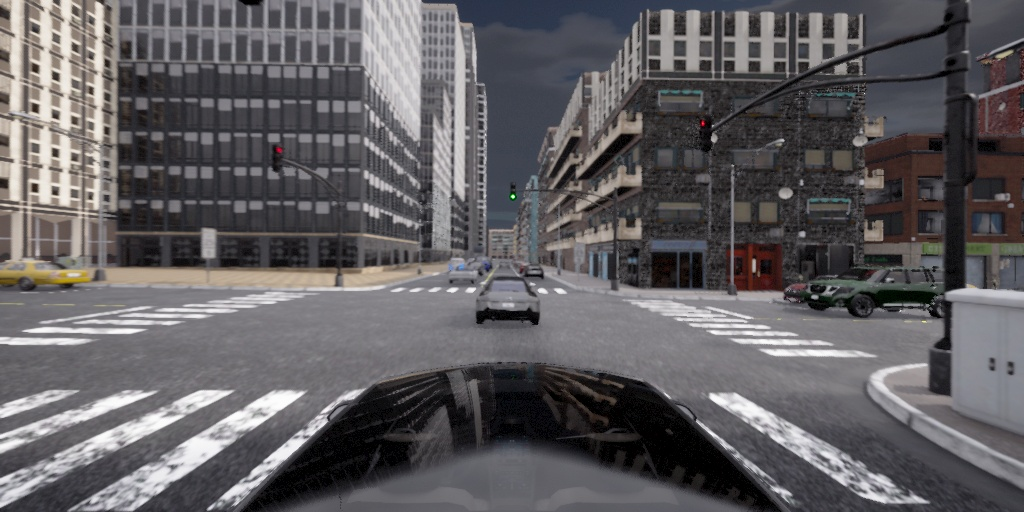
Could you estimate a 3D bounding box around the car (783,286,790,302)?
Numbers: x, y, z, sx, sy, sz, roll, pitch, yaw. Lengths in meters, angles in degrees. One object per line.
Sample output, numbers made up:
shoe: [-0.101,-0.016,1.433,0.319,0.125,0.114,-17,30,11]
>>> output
car: [15.635,1.648,17.505,4.097,1.591,1.967,0,0,-2]

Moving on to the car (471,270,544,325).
car: [-0.147,1.375,12.280,1.994,1.385,4.181,1,0,-1]

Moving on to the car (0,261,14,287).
car: [-18.694,0.824,10.586,5.008,1.535,1.882,1,0,-2]

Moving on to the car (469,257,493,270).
car: [-4.111,1.085,48.351,2.150,2.045,5.566,0,0,-1]

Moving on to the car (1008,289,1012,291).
car: [20.984,1.872,17.680,4.829,1.417,1.751,0,0,-2]

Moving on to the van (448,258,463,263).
van: [-6.624,1.173,43.202,1.690,1.789,3.998,0,0,-1]

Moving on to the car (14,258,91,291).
car: [-22.401,0.786,16.345,4.829,1.417,1.751,0,0,-2]

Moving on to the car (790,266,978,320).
car: [15.265,1.420,14.899,5.566,2.045,2.150,2,0,-2]

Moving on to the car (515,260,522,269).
car: [1.754,1.429,43.384,1.888,1.381,4.507,0,0,-1]

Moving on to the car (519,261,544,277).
car: [1.969,1.421,33.419,1.948,1.339,4.313,0,0,-1]

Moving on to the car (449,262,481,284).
car: [-3.700,1.405,27.891,1.895,1.301,4.718,0,0,-1]

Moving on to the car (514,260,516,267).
car: [1.388,1.486,60.343,2.007,1.370,4.403,0,0,-1]

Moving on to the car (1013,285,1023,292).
car: [25.225,1.940,15.226,4.902,1.511,2.128,1,0,-2]

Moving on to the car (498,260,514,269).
car: [-1.256,1.408,59.343,2.128,1.511,4.902,0,0,-1]

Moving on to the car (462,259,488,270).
car: [-3.910,1.338,37.879,1.837,1.490,4.892,0,0,-1]

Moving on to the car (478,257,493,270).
car: [-4.271,1.118,59.129,2.150,2.045,5.566,0,0,-1]
